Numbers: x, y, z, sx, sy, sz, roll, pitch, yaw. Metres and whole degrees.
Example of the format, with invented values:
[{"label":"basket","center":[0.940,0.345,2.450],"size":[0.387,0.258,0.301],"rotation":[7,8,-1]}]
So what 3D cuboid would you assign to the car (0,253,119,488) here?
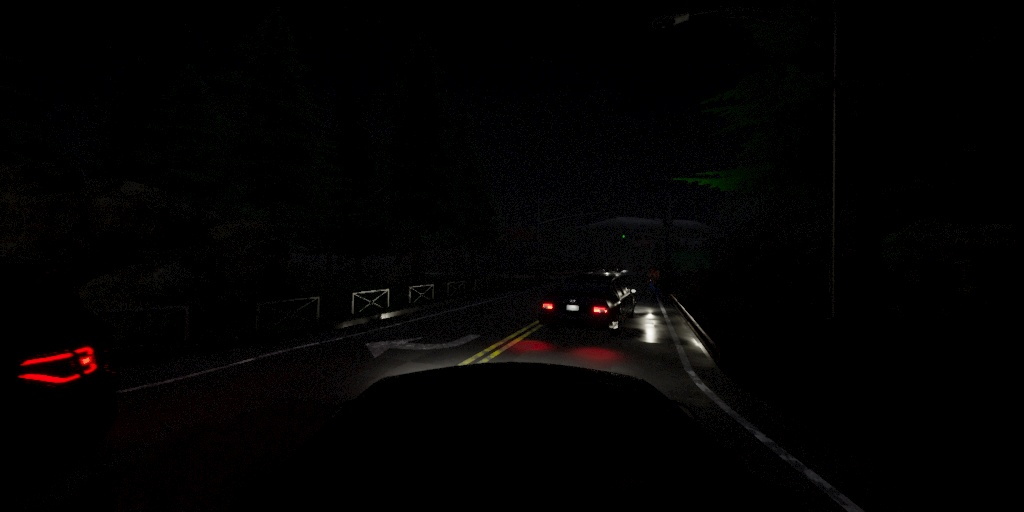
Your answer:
[{"label":"car","center":[-5.647,0.914,1.397],"size":[2.150,2.045,5.566],"rotation":[2,-1,40]}]

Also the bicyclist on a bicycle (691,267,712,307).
[{"label":"bicyclist on a bicycle","center":[8.019,1.305,15.105],"size":[1.656,1.620,0.582],"rotation":[1,-1,-34]}]

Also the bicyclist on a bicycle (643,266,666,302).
[{"label":"bicyclist on a bicycle","center":[6.587,1.294,16.501],"size":[1.656,1.620,0.582],"rotation":[1,-1,-31]}]

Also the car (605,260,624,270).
[{"label":"car","center":[16.926,1.710,59.819],"size":[2.150,2.045,5.566],"rotation":[1,-1,20]}]

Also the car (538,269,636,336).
[{"label":"car","center":[2.401,1.253,10.336],"size":[2.033,1.411,5.357],"rotation":[1,-1,25]}]

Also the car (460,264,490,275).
[{"label":"car","center":[-4.932,1.698,44.866],"size":[4.181,1.385,1.994],"rotation":[1,-1,20]}]

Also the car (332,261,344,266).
[{"label":"car","center":[-24.495,1.452,52.488],"size":[5.357,1.411,2.033],"rotation":[1,-1,25]}]

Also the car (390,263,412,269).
[{"label":"car","center":[-14.298,1.587,48.357],"size":[4.181,1.385,1.994],"rotation":[1,-1,21]}]
